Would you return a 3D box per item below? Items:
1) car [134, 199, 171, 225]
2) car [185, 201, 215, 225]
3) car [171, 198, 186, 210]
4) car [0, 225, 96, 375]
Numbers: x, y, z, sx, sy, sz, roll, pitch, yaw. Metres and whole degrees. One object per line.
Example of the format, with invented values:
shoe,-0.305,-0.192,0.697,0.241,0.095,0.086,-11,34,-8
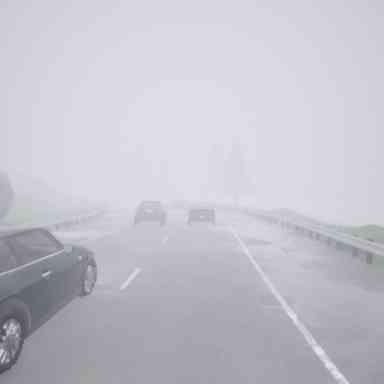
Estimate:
car,-2.874,1.348,24.245,2.097,1.767,4.553,0,0,-1
car,0.623,1.479,24.415,1.882,1.535,5.008,0,0,-1
car,-1.755,1.502,42.252,2.163,1.488,4.792,0,0,-13
car,-3.265,1.347,5.770,2.097,1.767,4.553,0,0,1
